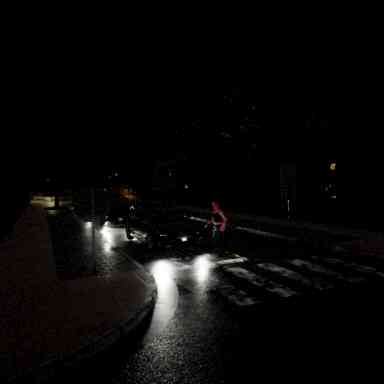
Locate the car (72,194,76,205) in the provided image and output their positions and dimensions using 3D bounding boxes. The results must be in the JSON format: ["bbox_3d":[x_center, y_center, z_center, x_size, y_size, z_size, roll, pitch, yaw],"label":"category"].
[{"bbox_3d":[-13.221,0.881,39.603,2.033,1.411,5.357,-2,2,-24],"label":"car"}]

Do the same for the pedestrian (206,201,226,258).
[{"bbox_3d":[0.791,1.128,10.384,0.375,1.860,0.375,-1,0,-24],"label":"pedestrian"}]

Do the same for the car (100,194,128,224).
[{"bbox_3d":[-5.145,0.998,21.667,2.097,1.767,4.553,-2,2,-24],"label":"car"}]

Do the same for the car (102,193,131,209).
[{"bbox_3d":[-8.135,0.884,35.436,2.033,1.411,5.357,-2,2,-24],"label":"car"}]

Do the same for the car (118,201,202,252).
[{"bbox_3d":[-1.325,1.301,13.334,1.837,1.490,4.892,-2,2,-26],"label":"car"}]
